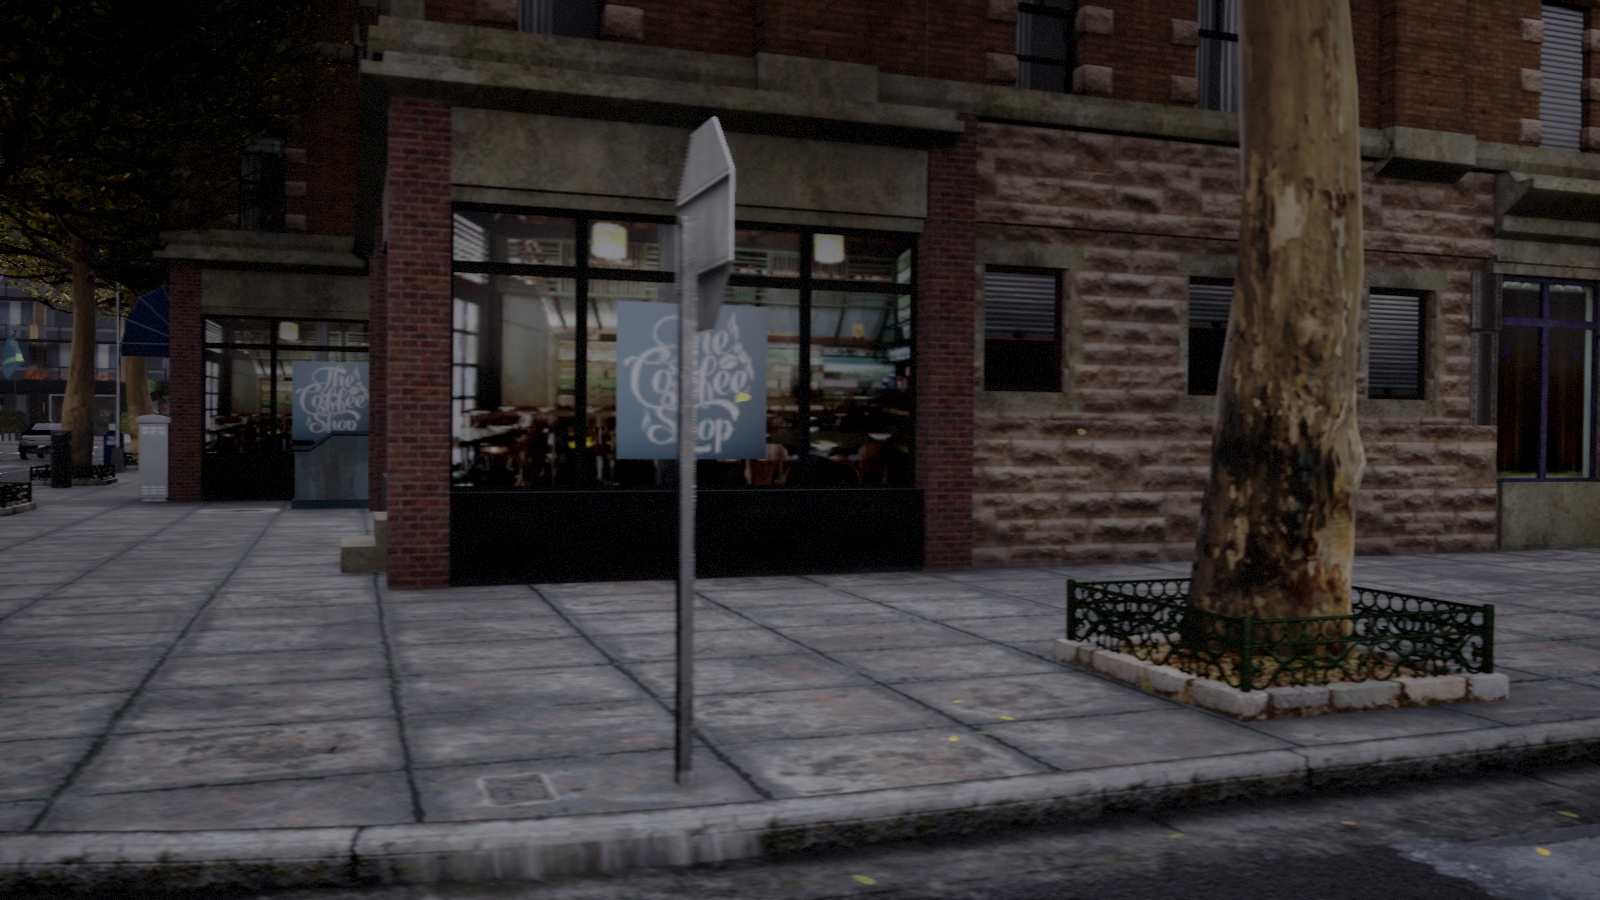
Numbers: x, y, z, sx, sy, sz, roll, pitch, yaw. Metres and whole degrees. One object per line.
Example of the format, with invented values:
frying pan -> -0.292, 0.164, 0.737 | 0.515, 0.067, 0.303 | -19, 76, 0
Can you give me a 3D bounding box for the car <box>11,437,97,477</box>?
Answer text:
car -> -30.824, 0.248, 52.023 | 2.128, 1.511, 4.902 | -1, 1, -20
